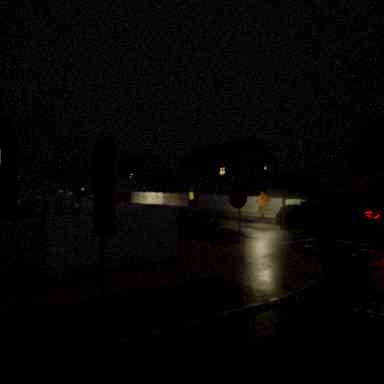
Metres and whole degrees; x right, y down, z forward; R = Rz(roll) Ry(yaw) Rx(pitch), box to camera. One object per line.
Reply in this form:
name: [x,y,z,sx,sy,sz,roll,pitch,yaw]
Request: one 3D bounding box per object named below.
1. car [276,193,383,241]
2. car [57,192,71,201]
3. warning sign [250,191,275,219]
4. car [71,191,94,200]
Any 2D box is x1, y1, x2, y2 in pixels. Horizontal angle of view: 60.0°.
car: [6.683,1.062,16.043,2.150,2.045,5.566,1,0,-33]
car: [-19.901,0.646,52.185,2.033,1.411,5.357,0,1,-36]
warning sign: [4.747,0.848,22.437,1.300,1.860,1.060,-1,1,-36]
car: [-13.969,0.591,44.083,2.097,1.767,4.553,0,1,-35]
